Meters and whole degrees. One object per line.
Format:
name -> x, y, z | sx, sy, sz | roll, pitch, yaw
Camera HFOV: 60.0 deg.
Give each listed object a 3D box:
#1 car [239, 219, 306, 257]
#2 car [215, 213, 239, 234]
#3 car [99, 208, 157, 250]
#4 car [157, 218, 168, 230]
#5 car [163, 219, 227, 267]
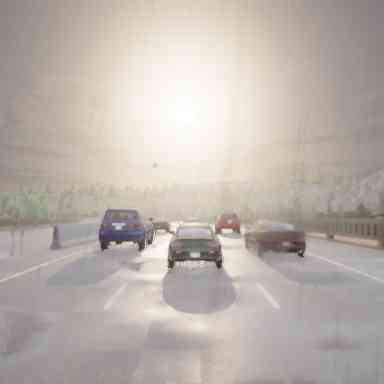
car -> 3.599, 2.006, 15.178 | 1.882, 1.535, 5.008 | 0, -4, 0
car -> 3.597, 3.172, 34.250 | 2.150, 2.045, 5.566 | 0, -4, 0
car -> -3.401, 1.950, 18.051 | 2.150, 2.045, 5.566 | 0, -4, 0
car -> -3.405, 3.608, 36.637 | 1.882, 1.535, 5.008 | 0, -4, 0
car -> 0.099, 1.894, 12.565 | 1.812, 1.442, 4.674 | 0, -3, 0
